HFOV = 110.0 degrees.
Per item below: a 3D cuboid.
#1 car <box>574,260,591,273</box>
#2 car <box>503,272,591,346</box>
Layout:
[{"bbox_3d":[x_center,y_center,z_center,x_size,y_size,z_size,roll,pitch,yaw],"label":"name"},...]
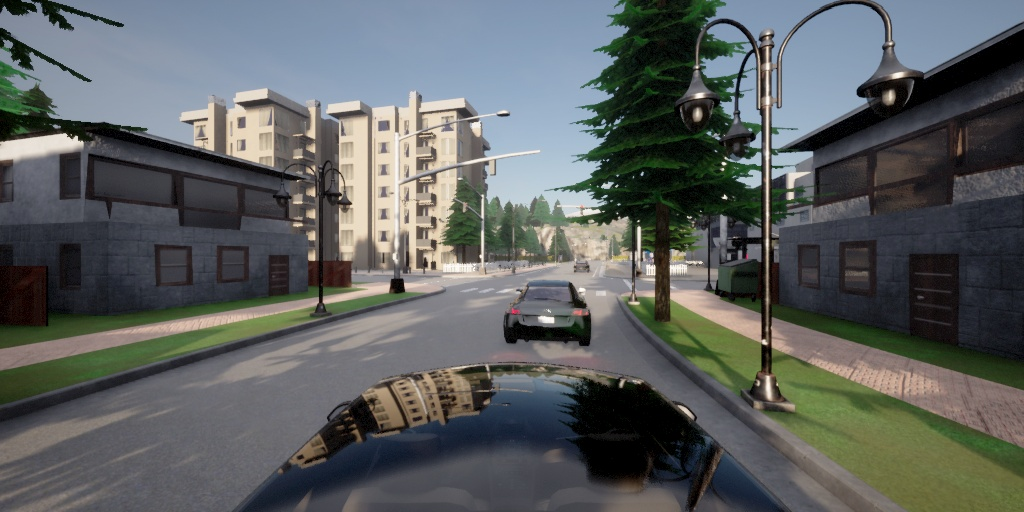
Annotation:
[{"bbox_3d":[8.792,1.276,44.995,2.128,1.511,4.902,0,0,14],"label":"car"},{"bbox_3d":[1.011,1.314,9.513,1.994,1.385,4.181,0,0,9],"label":"car"}]
